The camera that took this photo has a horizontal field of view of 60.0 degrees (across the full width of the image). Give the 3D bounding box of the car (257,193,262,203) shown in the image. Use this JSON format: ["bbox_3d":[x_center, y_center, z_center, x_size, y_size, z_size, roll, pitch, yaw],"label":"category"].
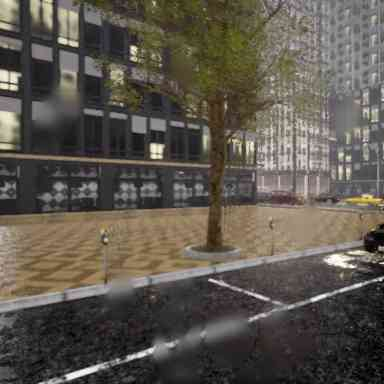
[{"bbox_3d":[8.407,0.899,46.105,1.947,1.339,4.313,1,0,-36],"label":"car"}]

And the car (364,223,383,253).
[{"bbox_3d":[8.182,1.529,12.403,4.313,1.339,1.947,0,0,-36],"label":"car"}]

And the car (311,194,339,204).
[{"bbox_3d":[18.483,0.957,46.520,1.947,1.339,4.313,1,1,-36],"label":"car"}]

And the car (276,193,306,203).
[{"bbox_3d":[15.167,0.868,51.056,1.802,1.307,4.206,1,1,-36],"label":"car"}]

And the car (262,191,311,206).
[{"bbox_3d":[11.728,0.754,41.566,2.192,1.841,5.009,1,0,-36],"label":"car"}]

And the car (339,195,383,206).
[{"bbox_3d":[21.768,1.018,42.175,1.752,1.417,4.829,1,1,-36],"label":"car"}]

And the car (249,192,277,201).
[{"bbox_3d":[11.850,0.747,55.593,1.947,1.339,4.313,1,1,-36],"label":"car"}]
